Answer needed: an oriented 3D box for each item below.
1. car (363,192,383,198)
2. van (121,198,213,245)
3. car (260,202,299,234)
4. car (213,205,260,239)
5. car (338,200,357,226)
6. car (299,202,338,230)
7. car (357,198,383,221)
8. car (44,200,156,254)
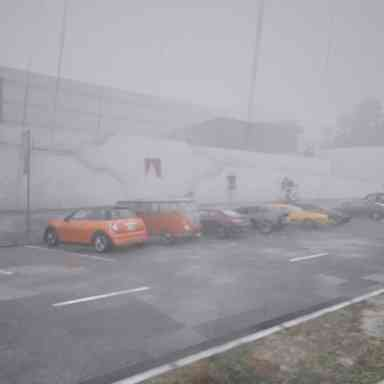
[{"bbox_3d":[15.339,1.066,27.600,5.566,2.045,2.435,-1,0,34],"label":"car"},{"bbox_3d":[-1.537,1.260,15.396,4.442,1.987,1.878,-1,-1,34],"label":"van"},{"bbox_3d":[3.194,1.493,18.932,4.792,1.488,2.163,-1,0,34],"label":"car"},{"bbox_3d":[0.793,1.515,17.181,4.674,1.452,2.002,-1,0,35],"label":"car"},{"bbox_3d":[8.107,1.445,22.371,4.792,1.488,2.163,-1,-1,35],"label":"car"},{"bbox_3d":[5.808,1.435,20.553,5.366,1.575,1.946,-1,-1,34],"label":"car"},{"bbox_3d":[12.943,1.392,25.850,4.674,1.452,2.002,-1,0,34],"label":"car"},{"bbox_3d":[-4.046,1.366,13.701,4.553,1.767,2.185,-1,0,34],"label":"car"}]
